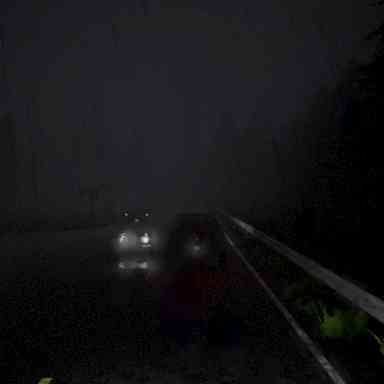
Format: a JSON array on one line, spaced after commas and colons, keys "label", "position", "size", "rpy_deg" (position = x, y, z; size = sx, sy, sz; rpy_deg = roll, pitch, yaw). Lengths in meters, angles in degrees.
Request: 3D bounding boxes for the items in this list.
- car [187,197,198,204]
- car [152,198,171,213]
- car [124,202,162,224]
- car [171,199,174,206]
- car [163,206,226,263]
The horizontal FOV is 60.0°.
[{"label": "car", "position": [0.112, 1.613, 64.778], "size": [1.882, 1.535, 5.008], "rpy_deg": [0, 0, 0]}, {"label": "car", "position": [-3.587, 1.600, 35.443], "size": [1.812, 1.442, 4.674], "rpy_deg": [0, 0, 0]}, {"label": "car", "position": [-3.703, 1.654, 25.035], "size": [1.895, 1.301, 4.718], "rpy_deg": [0, 0, 3]}, {"label": "car", "position": [-3.578, 1.626, 47.972], "size": [1.812, 1.442, 4.674], "rpy_deg": [0, 0, 0]}, {"label": "car", "position": [0.114, 1.482, 11.988], "size": [1.882, 1.535, 5.008], "rpy_deg": [1, 0, 0]}]
